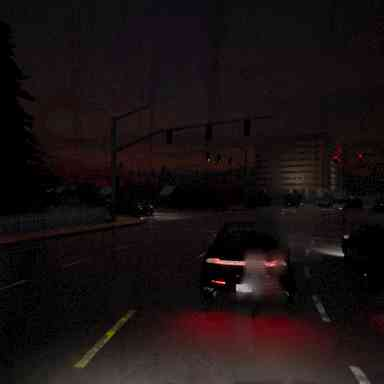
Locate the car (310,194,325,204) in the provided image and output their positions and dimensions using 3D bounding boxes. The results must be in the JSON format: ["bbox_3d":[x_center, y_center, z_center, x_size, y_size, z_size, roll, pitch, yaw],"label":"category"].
[{"bbox_3d":[21.254,1.526,57.752,1.812,1.442,4.674,0,0,32],"label":"car"}]

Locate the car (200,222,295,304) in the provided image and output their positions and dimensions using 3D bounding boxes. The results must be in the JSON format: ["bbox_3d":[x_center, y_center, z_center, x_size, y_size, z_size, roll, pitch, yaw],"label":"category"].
[{"bbox_3d":[1.448,1.491,8.258,2.128,1.511,4.902,0,0,12],"label":"car"}]

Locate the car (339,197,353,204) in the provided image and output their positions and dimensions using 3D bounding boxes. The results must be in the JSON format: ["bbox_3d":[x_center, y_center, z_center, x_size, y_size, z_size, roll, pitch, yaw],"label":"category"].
[{"bbox_3d":[30.735,1.595,66.333,1.895,1.301,4.718,0,0,32],"label":"car"}]

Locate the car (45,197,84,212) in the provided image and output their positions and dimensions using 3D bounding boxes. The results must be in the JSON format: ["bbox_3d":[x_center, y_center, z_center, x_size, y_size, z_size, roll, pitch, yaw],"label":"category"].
[{"bbox_3d":[-14.626,1.272,37.525,5.566,2.045,2.150,1,0,32],"label":"car"}]

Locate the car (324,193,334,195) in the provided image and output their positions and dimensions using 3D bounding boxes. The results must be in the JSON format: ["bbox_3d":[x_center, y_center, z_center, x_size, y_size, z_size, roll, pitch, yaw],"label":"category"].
[{"bbox_3d":[28.320,1.225,69.085,2.150,2.045,5.566,0,0,32],"label":"car"}]

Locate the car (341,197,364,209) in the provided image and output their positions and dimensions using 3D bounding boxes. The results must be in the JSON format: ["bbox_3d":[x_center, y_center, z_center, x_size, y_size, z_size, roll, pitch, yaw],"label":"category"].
[{"bbox_3d":[22.693,1.491,46.429,2.128,1.511,4.902,0,0,32],"label":"car"}]

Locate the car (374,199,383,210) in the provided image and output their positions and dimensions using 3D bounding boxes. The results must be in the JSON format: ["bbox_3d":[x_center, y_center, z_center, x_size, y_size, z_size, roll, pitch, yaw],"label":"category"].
[{"bbox_3d":[24.019,1.547,41.908,2.033,1.411,5.357,0,0,32],"label":"car"}]

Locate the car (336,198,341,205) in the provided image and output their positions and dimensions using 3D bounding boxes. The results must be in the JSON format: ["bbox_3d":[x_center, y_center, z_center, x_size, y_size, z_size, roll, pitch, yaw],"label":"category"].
[{"bbox_3d":[24.847,1.600,56.897,1.895,1.301,4.718,0,0,32],"label":"car"}]

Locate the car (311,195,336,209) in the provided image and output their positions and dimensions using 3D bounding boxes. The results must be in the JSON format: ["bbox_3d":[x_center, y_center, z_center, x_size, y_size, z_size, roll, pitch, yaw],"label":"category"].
[{"bbox_3d":[18.457,1.525,46.579,1.812,1.442,4.674,0,0,32],"label":"car"}]

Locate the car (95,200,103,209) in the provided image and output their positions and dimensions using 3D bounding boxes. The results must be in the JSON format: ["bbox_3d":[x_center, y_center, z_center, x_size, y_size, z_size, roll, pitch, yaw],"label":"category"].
[{"bbox_3d":[-9.008,1.546,38.135,4.902,1.511,2.128,0,0,32],"label":"car"}]

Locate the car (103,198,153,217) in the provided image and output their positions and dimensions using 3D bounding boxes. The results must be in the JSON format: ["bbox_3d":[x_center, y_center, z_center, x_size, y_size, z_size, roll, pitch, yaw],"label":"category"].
[{"bbox_3d":[-5.921,1.407,32.067,4.553,1.767,2.097,0,0,32],"label":"car"}]

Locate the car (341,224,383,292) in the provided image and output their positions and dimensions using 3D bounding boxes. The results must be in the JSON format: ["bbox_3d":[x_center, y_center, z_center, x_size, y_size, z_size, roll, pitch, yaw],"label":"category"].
[{"bbox_3d":[5.200,1.547,8.624,2.033,1.411,5.357,0,0,16],"label":"car"}]

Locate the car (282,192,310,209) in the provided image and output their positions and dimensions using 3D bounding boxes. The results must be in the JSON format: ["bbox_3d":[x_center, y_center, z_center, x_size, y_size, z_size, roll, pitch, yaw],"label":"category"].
[{"bbox_3d":[14.393,1.221,46.672,2.150,2.045,5.566,0,0,32],"label":"car"}]
